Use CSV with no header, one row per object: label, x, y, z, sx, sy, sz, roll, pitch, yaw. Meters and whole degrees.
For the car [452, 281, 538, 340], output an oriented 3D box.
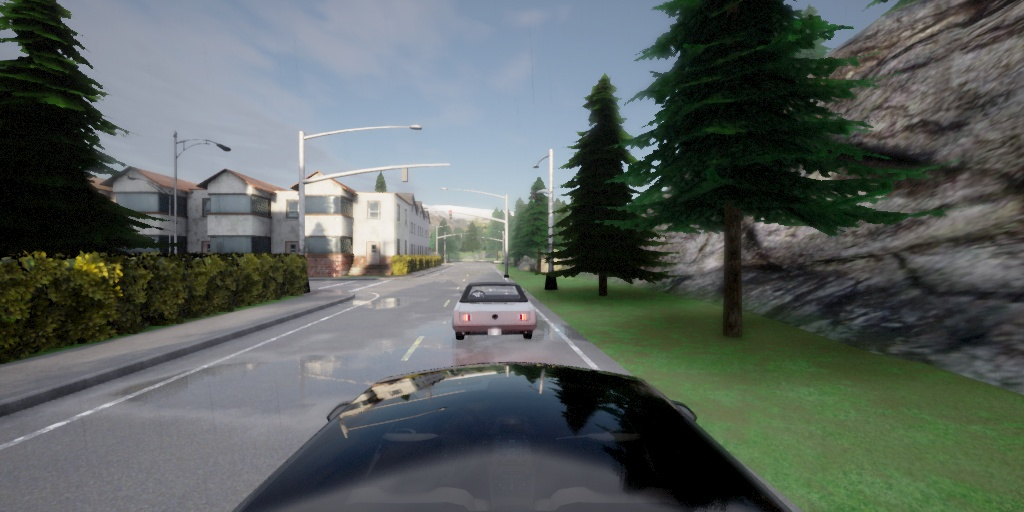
car,-0.526,1.351,9.954,1.895,1.301,4.718,0,0,-4
